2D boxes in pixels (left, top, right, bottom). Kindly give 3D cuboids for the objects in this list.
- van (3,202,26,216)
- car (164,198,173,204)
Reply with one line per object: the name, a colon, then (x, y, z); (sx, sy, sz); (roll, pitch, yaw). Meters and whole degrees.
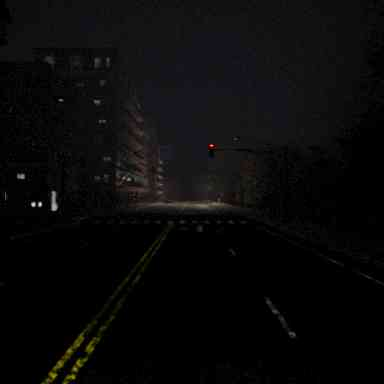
van: (-22.735, 2.079, 41.092); (3.998, 1.788, 1.690); (-1, 0, -1)
car: (-6.509, 2.450, 91.749); (2.097, 1.767, 4.553); (0, -1, 0)
